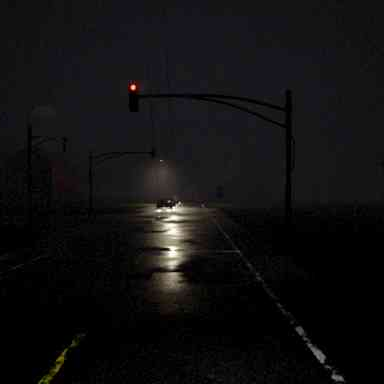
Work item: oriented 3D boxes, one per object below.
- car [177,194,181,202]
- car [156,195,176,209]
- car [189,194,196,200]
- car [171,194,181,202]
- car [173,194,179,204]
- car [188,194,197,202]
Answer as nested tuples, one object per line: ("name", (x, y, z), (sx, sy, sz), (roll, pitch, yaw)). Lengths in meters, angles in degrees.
("car", (-3.532, 1.416, 62.457), (1.882, 1.535, 5.008), (0, 0, 1))
("car", (-3.569, 1.530, 44.445), (1.994, 1.385, 4.181), (0, 0, 0))
("car", (0.038, 1.388, 86.335), (1.837, 1.490, 4.892), (0, 0, 0))
("car", (-3.467, 1.266, 72.434), (2.097, 1.767, 4.553), (0, 0, 0))
("car", (-3.556, 1.479, 53.106), (1.812, 1.442, 4.674), (0, 0, 0))
("car", (0.034, 1.463, 76.743), (1.994, 1.385, 4.181), (0, 0, 0))
